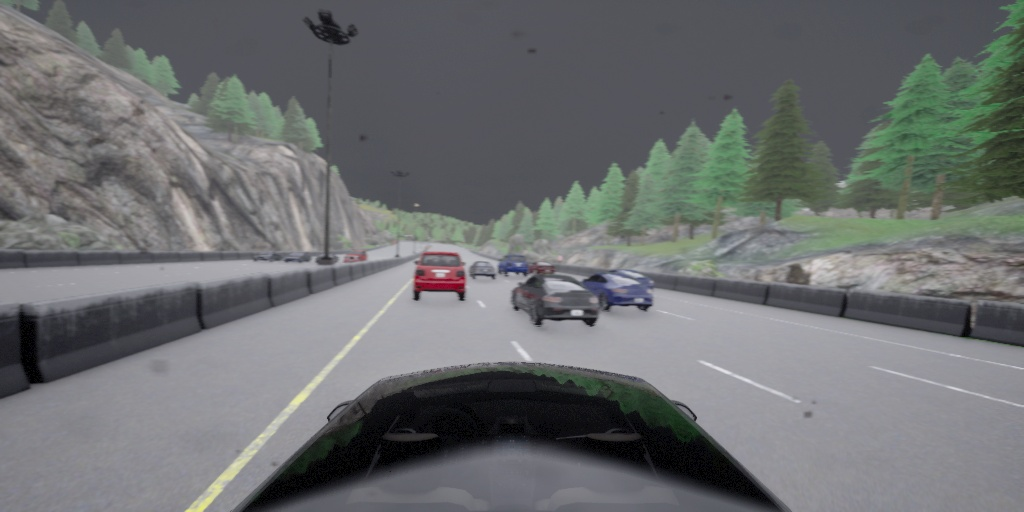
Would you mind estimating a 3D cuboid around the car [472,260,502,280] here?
[{"bbox_3d":[-2.544,1.152,29.958,2.033,1.411,5.357,2,0,-12],"label":"car"}]

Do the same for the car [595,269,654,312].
[{"bbox_3d":[4.101,1.410,15.149,1.812,1.442,4.674,2,0,-12],"label":"car"}]

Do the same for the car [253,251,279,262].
[{"bbox_3d":[-30.866,0.083,45.449,1.994,1.385,4.181,2,0,-12],"label":"car"}]

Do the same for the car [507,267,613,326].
[{"bbox_3d":[1.248,1.306,11.681,1.812,1.442,4.674,2,0,-12],"label":"car"}]

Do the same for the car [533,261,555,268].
[{"bbox_3d":[3.009,1.282,37.640,1.882,1.535,5.008,2,0,-12],"label":"car"}]

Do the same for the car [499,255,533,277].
[{"bbox_3d":[0.032,0.916,34.821,2.150,2.045,5.566,2,0,-12],"label":"car"}]

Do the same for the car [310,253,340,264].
[{"bbox_3d":[-24.017,0.341,46.872,2.033,1.411,5.357,2,0,-12],"label":"car"}]

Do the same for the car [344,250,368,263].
[{"bbox_3d":[-20.575,0.199,47.549,2.150,2.045,5.566,2,0,-12],"label":"car"}]

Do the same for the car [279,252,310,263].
[{"bbox_3d":[-27.442,0.223,46.160,2.033,1.411,5.357,2,0,-12],"label":"car"}]

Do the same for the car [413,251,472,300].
[{"bbox_3d":[-3.332,0.818,16.595,2.150,2.045,5.566,2,0,-12],"label":"car"}]
